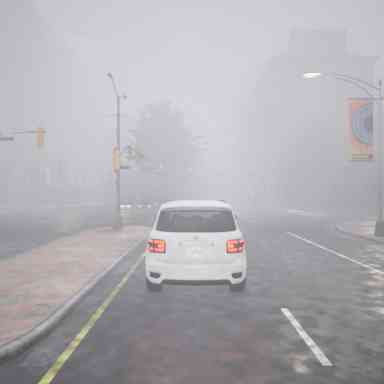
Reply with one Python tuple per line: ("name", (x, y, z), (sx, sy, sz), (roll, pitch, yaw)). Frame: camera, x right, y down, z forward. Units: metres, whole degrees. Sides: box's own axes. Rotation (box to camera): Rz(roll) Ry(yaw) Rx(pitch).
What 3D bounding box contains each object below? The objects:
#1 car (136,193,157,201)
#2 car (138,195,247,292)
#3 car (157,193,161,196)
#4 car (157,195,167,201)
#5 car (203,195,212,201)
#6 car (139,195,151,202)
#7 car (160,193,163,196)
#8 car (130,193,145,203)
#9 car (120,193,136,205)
("car", (-7.902, 1.352, 57.940), (2.097, 1.767, 4.553), (0, 0, 0))
("car", (0.099, 1.221, 9.059), (2.150, 2.045, 5.566), (0, 0, 0))
("car", (-7.818, 1.525, 66.824), (1.812, 1.442, 4.674), (0, 0, 1))
("car", (-7.733, 1.552, 86.256), (1.994, 1.385, 4.181), (0, 0, 0))
("car", (3.760, 1.540, 83.908), (2.033, 1.411, 5.357), (0, 0, 0))
("car", (-11.252, 1.525, 80.077), (2.128, 1.511, 4.902), (0, 0, 0))
("car", (-7.764, 1.225, 76.441), (2.150, 2.045, 5.566), (0, 0, 0))
("car", (-11.285, 1.225, 69.639), (2.150, 2.045, 5.566), (0, 0, 0))
("car", (-11.384, 1.491, 59.720), (2.128, 1.511, 4.902), (0, 0, 1))
